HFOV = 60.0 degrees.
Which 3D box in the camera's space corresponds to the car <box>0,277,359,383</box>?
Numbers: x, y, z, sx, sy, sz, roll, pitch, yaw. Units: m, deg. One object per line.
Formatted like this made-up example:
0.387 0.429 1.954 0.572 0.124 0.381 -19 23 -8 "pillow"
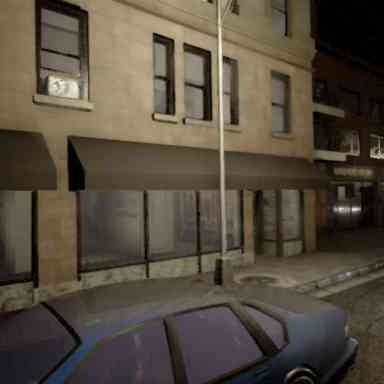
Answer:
-0.638 1.609 2.896 5.357 1.411 2.033 -1 -1 -37 "car"
